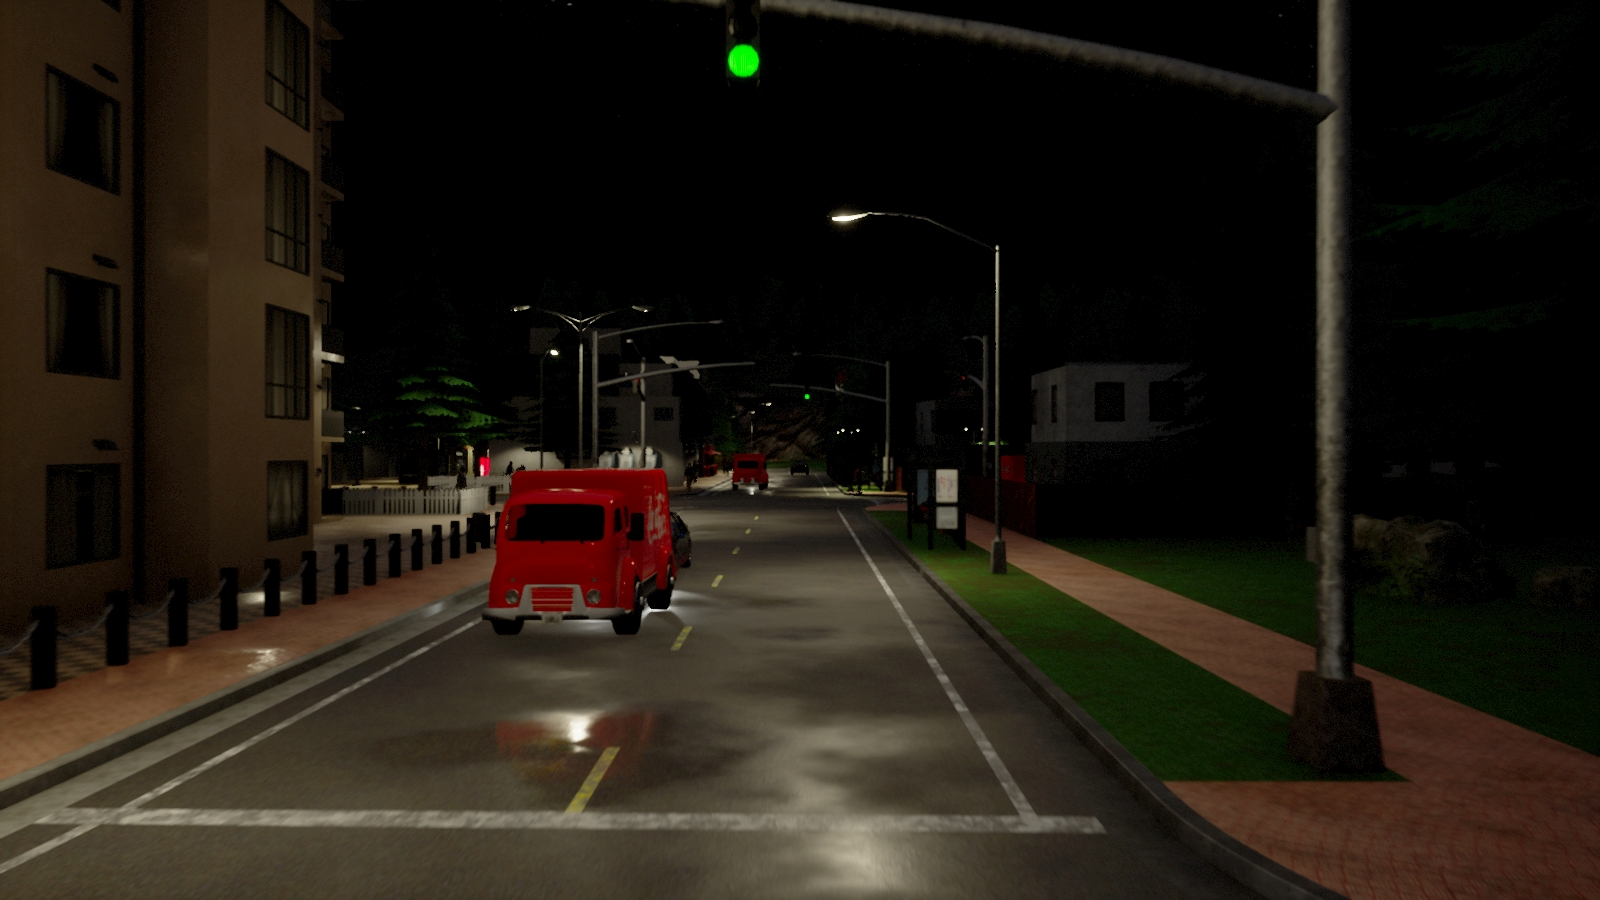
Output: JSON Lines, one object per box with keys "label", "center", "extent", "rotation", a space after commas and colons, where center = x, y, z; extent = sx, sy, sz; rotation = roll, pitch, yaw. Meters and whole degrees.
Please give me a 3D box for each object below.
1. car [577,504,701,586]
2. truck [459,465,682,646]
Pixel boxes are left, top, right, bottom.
{"label": "car", "center": [-3.496, 2.054, 25.821], "extent": [2.033, 1.411, 5.357], "rotation": [0, 0, 0]}
{"label": "truck", "center": [-3.508, 1.524, 18.729], "extent": [2.627, 2.467, 5.204], "rotation": [0, 0, 0]}
